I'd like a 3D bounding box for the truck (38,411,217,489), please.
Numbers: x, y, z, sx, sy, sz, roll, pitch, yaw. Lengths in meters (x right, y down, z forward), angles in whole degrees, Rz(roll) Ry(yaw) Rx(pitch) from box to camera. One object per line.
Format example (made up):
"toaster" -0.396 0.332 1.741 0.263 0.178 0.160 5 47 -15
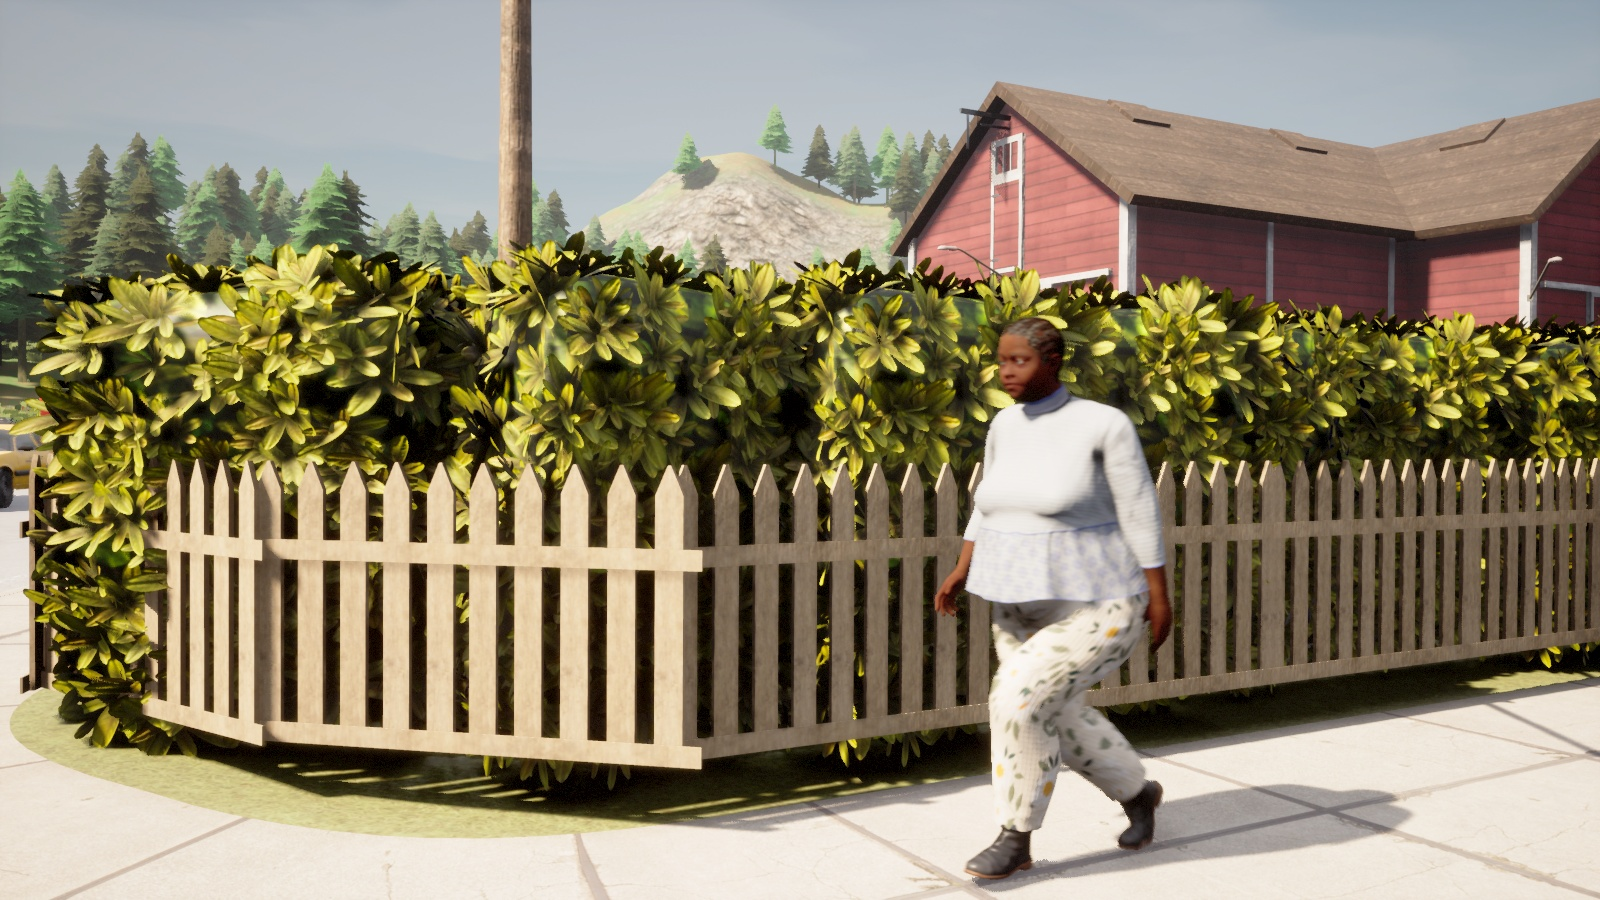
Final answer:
"truck" -22.839 -0.035 42.778 5.204 2.467 2.627 -1 0 -29

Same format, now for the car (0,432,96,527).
"car" -14.731 0.487 22.866 1.801 1.575 5.366 -1 1 -12

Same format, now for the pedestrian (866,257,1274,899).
"pedestrian" 0.841 0.393 4.019 0.900 1.855 0.874 -1 1 -30
